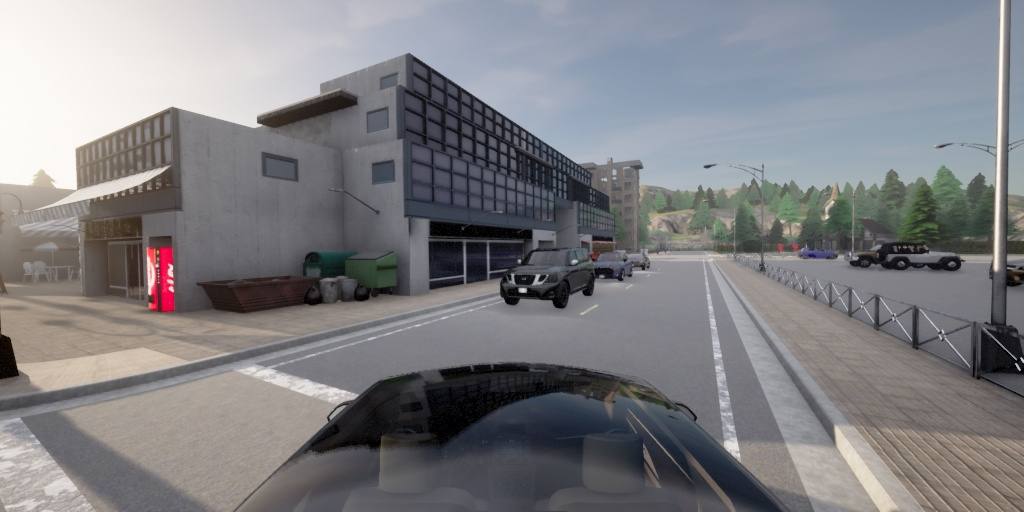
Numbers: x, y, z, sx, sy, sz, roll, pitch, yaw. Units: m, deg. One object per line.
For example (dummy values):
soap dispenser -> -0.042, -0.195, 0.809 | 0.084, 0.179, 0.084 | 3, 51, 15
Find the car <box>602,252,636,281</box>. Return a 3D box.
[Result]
car -> 6.230, 0.543, 22.666 | 2.097, 1.767, 4.553 | 0, 2, 28

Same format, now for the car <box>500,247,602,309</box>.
car -> 1.633, 0.682, 13.971 | 2.150, 2.045, 5.566 | 0, 1, 28

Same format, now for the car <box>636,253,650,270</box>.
car -> 11.018, 0.437, 31.709 | 1.812, 1.442, 4.674 | 0, 2, 28
